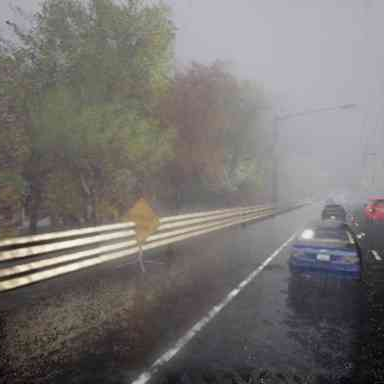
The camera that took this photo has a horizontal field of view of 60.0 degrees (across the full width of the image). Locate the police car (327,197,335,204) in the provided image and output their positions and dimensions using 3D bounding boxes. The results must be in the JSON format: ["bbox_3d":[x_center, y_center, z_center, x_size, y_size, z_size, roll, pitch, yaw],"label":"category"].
[{"bbox_3d":[36.245,2.199,86.621,1.930,1.638,5.238,1,0,24],"label":"police car"}]

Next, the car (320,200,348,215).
[{"bbox_3d":[12.089,1.763,28.410,1.837,1.490,4.892,1,0,24],"label":"car"}]

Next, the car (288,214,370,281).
[{"bbox_3d":[4.175,1.637,10.311,2.033,1.411,5.357,1,0,24],"label":"car"}]

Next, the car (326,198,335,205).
[{"bbox_3d":[33.801,2.199,81.019,1.882,1.535,5.008,1,0,24],"label":"car"}]

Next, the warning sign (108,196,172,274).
[{"bbox_3d":[-1.385,1.085,9.031,1.300,1.860,1.060,3,2,24],"label":"warning sign"}]

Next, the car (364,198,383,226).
[{"bbox_3d":[14.898,1.539,26.079,2.150,2.045,5.566,1,0,24],"label":"car"}]

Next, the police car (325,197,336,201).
[{"bbox_3d":[29.846,2.062,71.951,1.930,1.638,5.238,1,0,24],"label":"police car"}]
